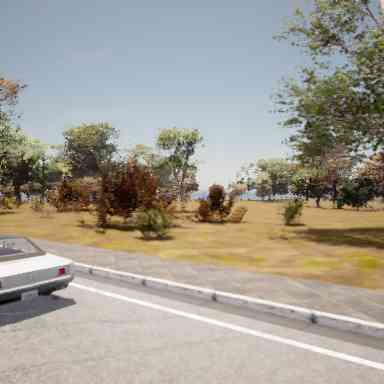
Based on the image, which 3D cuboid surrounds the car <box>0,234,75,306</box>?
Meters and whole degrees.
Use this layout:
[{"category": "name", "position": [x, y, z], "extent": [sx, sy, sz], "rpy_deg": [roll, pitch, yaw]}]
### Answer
[{"category": "car", "position": [-4.785, 1.602, 7.403], "extent": [4.718, 1.301, 1.895], "rpy_deg": [0, 0, 36]}]
